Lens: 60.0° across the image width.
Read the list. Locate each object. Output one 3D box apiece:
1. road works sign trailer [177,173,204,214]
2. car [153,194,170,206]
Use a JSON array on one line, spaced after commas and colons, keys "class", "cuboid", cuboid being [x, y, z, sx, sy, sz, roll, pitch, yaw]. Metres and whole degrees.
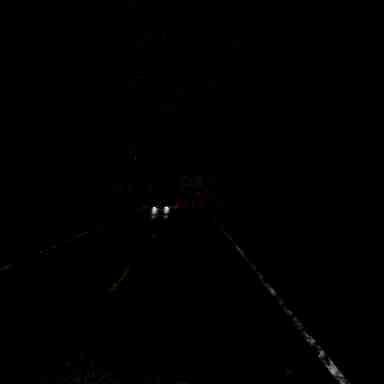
[{"class": "road works sign trailer", "cuboid": [-0.144, 0.089, 30.310, 2.380, 3.560, 2.880, 0, 1, -1]}, {"class": "car", "cuboid": [-3.893, 1.004, 42.611, 1.812, 1.442, 4.674, 0, 1, 0]}]
